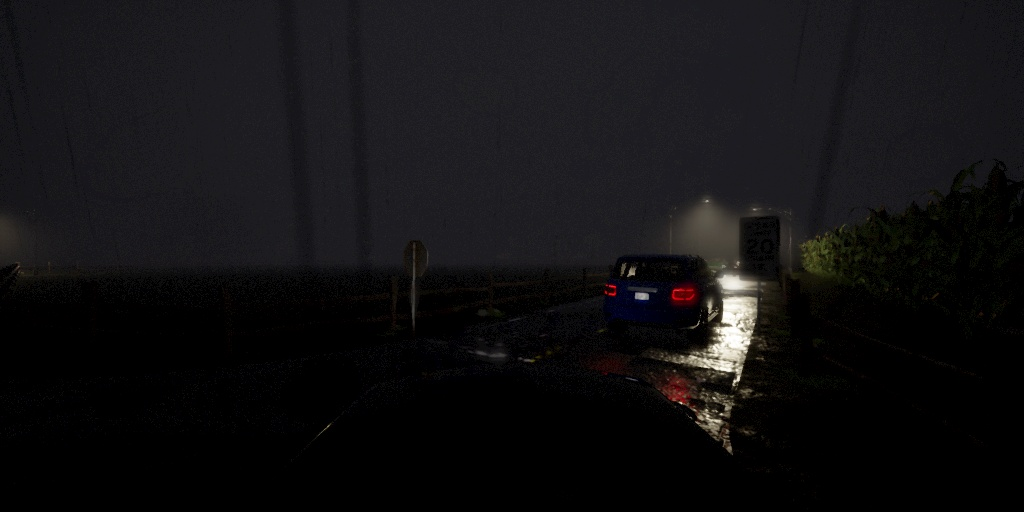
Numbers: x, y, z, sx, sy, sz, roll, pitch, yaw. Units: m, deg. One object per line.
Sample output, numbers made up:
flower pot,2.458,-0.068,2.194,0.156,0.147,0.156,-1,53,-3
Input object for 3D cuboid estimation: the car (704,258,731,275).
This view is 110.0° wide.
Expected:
car,22.948,1.105,40.031,2.097,1.767,4.553,0,0,36

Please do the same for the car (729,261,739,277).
car,22.843,1.257,35.135,2.128,1.511,4.902,0,0,37

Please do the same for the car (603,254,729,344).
car,4.413,0.971,9.981,2.150,2.045,5.566,0,0,36
